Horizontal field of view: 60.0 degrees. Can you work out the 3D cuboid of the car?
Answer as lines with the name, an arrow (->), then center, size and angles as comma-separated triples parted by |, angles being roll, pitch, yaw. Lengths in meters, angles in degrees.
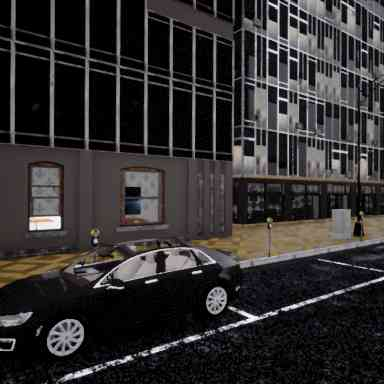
car -> -1.045, 1.551, 5.806 | 4.403, 1.369, 2.008 | 0, 0, -35
